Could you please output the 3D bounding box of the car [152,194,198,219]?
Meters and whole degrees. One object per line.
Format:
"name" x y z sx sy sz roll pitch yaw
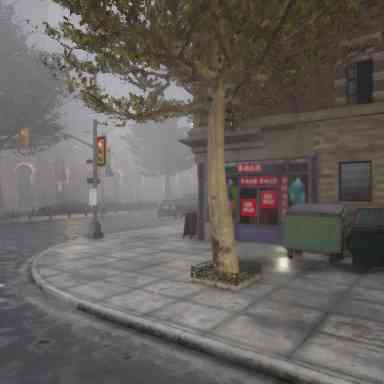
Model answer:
"car" -0.928 1.348 29.116 2.097 1.767 4.553 0 0 36

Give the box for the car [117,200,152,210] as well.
"car" -6.576 1.594 41.206 1.895 1.301 4.718 0 0 36

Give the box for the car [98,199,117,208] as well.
"car" -11.975 1.587 45.089 1.895 1.301 4.718 0 0 36

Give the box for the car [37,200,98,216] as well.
"car" -12.472 1.541 33.122 2.033 1.411 5.357 0 0 36
